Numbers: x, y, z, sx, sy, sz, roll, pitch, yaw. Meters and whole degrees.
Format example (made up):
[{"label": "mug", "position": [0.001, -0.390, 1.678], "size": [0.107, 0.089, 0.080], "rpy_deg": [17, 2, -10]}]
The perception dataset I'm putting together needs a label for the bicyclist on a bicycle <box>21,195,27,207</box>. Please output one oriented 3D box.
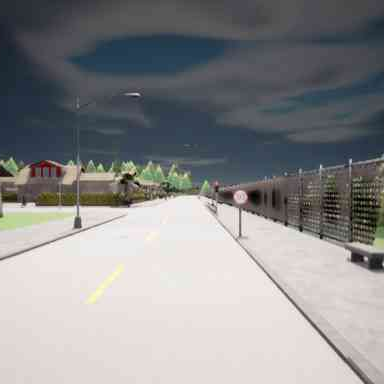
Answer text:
[{"label": "bicyclist on a bicycle", "position": [-24.057, 1.324, 47.522], "size": [0.582, 1.620, 1.656], "rpy_deg": [0, 0, 0]}]
